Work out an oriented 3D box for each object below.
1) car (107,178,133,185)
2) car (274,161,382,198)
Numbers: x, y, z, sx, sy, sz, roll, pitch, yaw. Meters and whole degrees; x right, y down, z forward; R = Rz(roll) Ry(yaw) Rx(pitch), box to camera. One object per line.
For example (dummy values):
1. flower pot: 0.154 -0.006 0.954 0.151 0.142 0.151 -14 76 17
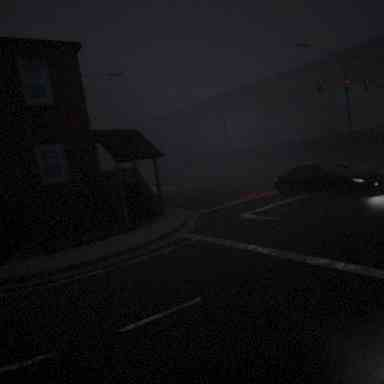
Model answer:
1. car: -7.728 -0.761 34.225 1.882 1.535 5.008 -13 8 -34
2. car: 5.672 -0.602 14.561 1.812 1.442 4.674 -13 8 -33
